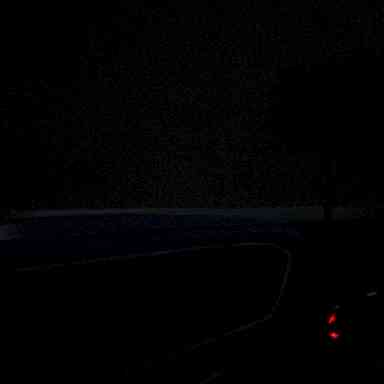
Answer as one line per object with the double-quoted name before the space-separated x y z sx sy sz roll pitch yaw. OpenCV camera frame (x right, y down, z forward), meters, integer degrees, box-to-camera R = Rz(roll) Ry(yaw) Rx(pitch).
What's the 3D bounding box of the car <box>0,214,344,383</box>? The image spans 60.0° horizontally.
"car" -1.369 1.220 1.973 5.566 2.045 2.150 1 0 -35
